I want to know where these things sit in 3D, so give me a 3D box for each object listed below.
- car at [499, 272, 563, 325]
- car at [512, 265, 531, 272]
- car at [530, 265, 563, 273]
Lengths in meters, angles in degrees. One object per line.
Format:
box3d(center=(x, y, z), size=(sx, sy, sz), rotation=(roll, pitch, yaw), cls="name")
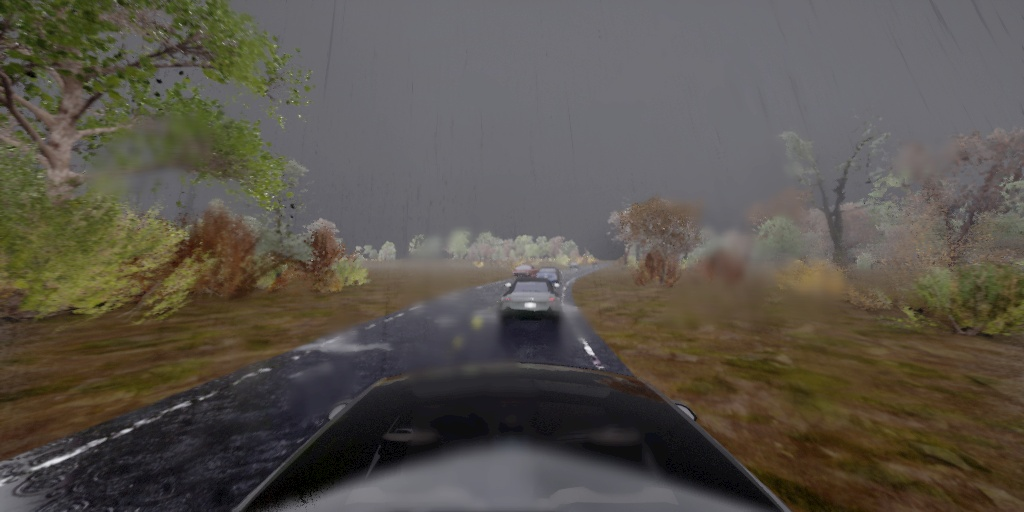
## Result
box3d(center=(0.704, 1.429, 12.468), size=(1.994, 1.385, 4.181), rotation=(0, -1, 5), cls="car")
box3d(center=(1.309, 1.603, 35.836), size=(1.882, 1.535, 5.008), rotation=(0, -1, 14), cls="car")
box3d(center=(3.029, 1.595, 28.962), size=(2.033, 1.411, 5.357), rotation=(0, -1, 11), cls="car")
